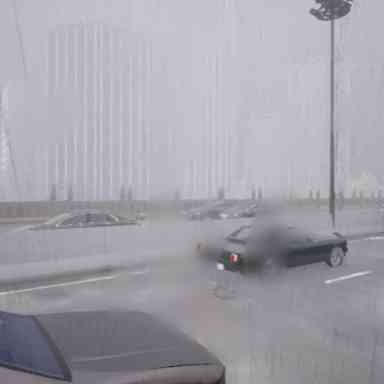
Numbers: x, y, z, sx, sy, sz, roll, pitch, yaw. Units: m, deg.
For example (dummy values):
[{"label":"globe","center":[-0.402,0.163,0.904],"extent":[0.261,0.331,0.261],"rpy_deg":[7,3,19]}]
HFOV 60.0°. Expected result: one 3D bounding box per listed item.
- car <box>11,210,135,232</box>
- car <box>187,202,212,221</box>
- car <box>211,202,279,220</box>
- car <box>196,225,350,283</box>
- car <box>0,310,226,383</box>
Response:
[{"label":"car","center":[-4.656,1.509,13.520],"extent":[4.892,1.490,1.837],"rpy_deg":[0,0,-35]},{"label":"car","center":[1.885,1.550,26.555],"extent":[4.892,1.490,1.837],"rpy_deg":[0,0,-34]},{"label":"car","center":[4.136,1.540,23.854],"extent":[4.902,1.511,2.128],"rpy_deg":[0,0,-34]},{"label":"car","center":[2.547,1.623,9.762],"extent":[4.718,1.301,1.895],"rpy_deg":[0,0,-35]},{"label":"car","center":[-2.227,1.543,2.135],"extent":[5.357,1.411,2.033],"rpy_deg":[0,0,-36]}]
